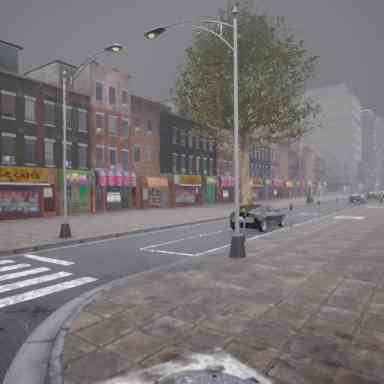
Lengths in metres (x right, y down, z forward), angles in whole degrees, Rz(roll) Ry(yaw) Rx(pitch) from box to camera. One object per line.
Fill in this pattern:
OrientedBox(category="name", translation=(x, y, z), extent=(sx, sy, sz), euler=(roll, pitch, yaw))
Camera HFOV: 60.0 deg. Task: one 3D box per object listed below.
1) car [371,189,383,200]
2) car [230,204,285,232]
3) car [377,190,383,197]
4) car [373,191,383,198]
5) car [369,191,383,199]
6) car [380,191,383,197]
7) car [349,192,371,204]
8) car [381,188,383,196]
OrientedBox(category="car", translation=(31.542, 0.618, 57.887), extent=(2.008, 1.369, 4.403), euler=(0, 1, 35))
OrientedBox(category="car", translation=(3.614, 1.314, 18.087), extent=(1.947, 1.339, 4.313), euler=(0, 1, 35))
OrientedBox(category="car", translation=(40.950, 0.361, 71.293), extent=(1.752, 1.417, 4.829), euler=(0, 1, 35))
OrientedBox(category="car", translation=(37.749, 0.480, 66.732), extent=(1.947, 1.339, 4.313), euler=(0, 1, 35))
OrientedBox(category="car", translation=(34.646, 0.557, 62.310), extent=(1.947, 1.339, 4.313), euler=(0, 1, 35))
OrientedBox(category="car", translation=(43.956, 0.343, 75.577), extent=(1.802, 1.307, 4.206), euler=(0, 1, 35))
OrientedBox(category="car", translation=(22.233, 0.845, 44.620), extent=(2.008, 1.369, 4.403), euler=(0, 1, 35))
OrientedBox(category="car", translation=(47.057, 0.000, 79.996), extent=(2.192, 1.841, 5.009), euler=(0, 1, 35))
